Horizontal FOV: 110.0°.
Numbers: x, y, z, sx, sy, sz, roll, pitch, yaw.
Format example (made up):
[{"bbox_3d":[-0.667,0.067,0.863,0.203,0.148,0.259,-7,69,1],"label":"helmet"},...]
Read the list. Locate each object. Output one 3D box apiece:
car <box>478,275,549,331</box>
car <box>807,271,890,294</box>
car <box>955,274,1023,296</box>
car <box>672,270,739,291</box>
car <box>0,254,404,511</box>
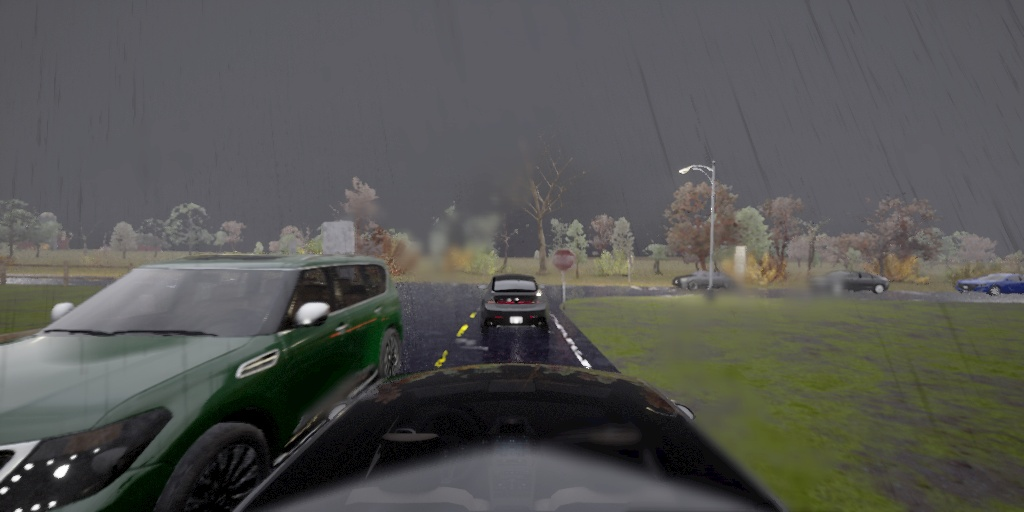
[{"bbox_3d":[0.016,1.317,11.239,1.837,1.490,4.892,0,0,-2],"label":"car"},{"bbox_3d":[23.761,1.837,25.433,4.892,1.490,1.837,1,1,0],"label":"car"},{"bbox_3d":[34.642,2.001,25.390,5.008,1.535,1.882,1,1,0],"label":"car"},{"bbox_3d":[13.680,1.716,25.463,4.181,1.385,1.994,1,1,0],"label":"car"},{"bbox_3d":[-2.899,0.986,4.023,2.150,2.045,5.566,0,0,-1],"label":"car"}]
